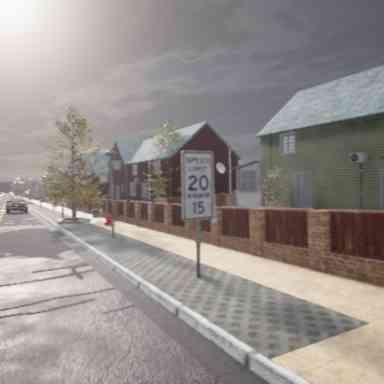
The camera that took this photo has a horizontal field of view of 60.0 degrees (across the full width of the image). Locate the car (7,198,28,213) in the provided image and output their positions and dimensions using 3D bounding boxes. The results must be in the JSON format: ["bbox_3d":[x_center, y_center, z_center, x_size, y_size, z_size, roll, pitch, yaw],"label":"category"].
[{"bbox_3d":[-20.649,1.512,39.278,2.097,1.767,4.553,-2,1,-29],"label":"car"}]

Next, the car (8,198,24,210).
[{"bbox_3d":[-25.452,1.703,48.000,1.837,1.490,4.892,-2,1,-29],"label":"car"}]
